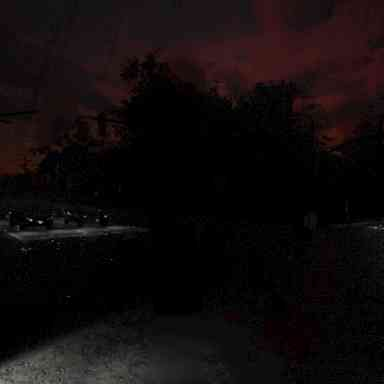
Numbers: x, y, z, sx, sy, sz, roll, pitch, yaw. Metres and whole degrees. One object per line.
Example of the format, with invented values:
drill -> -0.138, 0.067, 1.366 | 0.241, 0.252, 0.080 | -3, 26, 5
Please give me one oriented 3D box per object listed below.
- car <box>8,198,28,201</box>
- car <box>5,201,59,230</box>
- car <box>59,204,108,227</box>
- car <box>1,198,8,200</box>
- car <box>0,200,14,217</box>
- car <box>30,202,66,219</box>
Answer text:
car -> -19.512, 1.619, 38.422 | 1.994, 1.385, 4.181 | 1, 0, -39
car -> -10.454, 1.539, 21.533 | 1.837, 1.490, 4.892 | 1, 0, -39
car -> -7.659, 1.590, 23.643 | 1.812, 1.442, 4.674 | 1, 0, -39
car -> -25.465, 1.598, 45.898 | 2.033, 1.411, 5.357 | 1, 0, -38
car -> -16.211, 1.630, 28.707 | 1.895, 1.301, 4.718 | 1, 0, -39
car -> -13.359, 1.661, 30.745 | 1.895, 1.301, 4.718 | 1, 0, -39
